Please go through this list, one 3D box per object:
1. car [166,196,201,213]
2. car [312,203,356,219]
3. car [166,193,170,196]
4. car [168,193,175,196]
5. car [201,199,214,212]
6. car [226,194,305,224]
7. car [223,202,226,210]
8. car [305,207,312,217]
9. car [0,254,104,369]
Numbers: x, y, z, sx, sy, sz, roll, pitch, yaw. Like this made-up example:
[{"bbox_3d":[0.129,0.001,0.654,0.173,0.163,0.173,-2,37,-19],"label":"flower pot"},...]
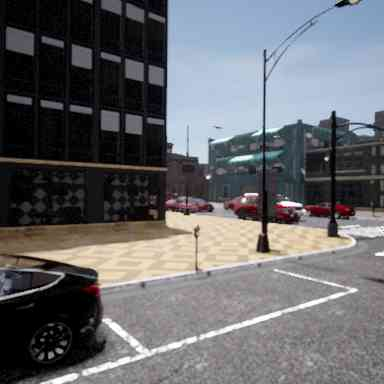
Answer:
[{"bbox_3d":[-1.329,1.375,33.301,1.802,1.307,4.206,2,0,-36],"label":"car"},{"bbox_3d":[11.989,1.585,29.316,1.887,1.381,4.507,2,0,-36],"label":"car"},{"bbox_3d":[-4.407,1.003,51.674,2.192,1.841,5.009,2,0,-36],"label":"car"},{"bbox_3d":[-1.134,1.311,47.202,2.008,1.369,4.403,2,0,-36],"label":"car"},{"bbox_3d":[0.485,1.385,35.195,1.994,1.385,4.181,1,0,-36],"label":"car"},{"bbox_3d":[5.241,1.247,24.359,2.192,1.841,5.009,2,0,-36],"label":"car"},{"bbox_3d":[5.430,1.342,38.260,1.967,1.590,4.097,2,0,-36],"label":"car"},{"bbox_3d":[6.440,1.168,27.083,2.150,2.045,5.566,1,0,-36],"label":"car"},{"bbox_3d":[-3.295,1.563,4.205,4.313,1.339,1.947,1,0,-35],"label":"car"}]
